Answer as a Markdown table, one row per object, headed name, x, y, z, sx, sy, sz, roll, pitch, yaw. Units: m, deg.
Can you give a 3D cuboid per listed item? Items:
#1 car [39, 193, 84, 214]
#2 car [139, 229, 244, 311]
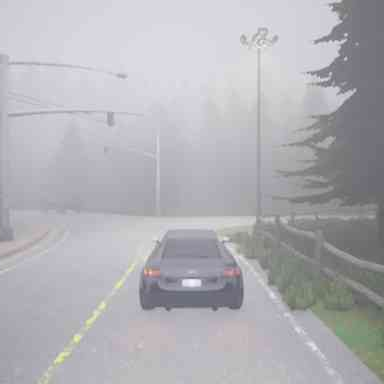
| name | x | y | z | sx | sy | sz | roll | pitch | yaw |
| --- | --- | --- | --- | --- | --- | --- | --- | --- | --- |
| car | -13.845 | 1.167 | 35.253 | 5.566 | 2.045 | 2.150 | 0 | 0 | 35 |
| car | -0.030 | 1.552 | 7.803 | 1.994 | 1.385 | 4.181 | 0 | 0 | -1 |
